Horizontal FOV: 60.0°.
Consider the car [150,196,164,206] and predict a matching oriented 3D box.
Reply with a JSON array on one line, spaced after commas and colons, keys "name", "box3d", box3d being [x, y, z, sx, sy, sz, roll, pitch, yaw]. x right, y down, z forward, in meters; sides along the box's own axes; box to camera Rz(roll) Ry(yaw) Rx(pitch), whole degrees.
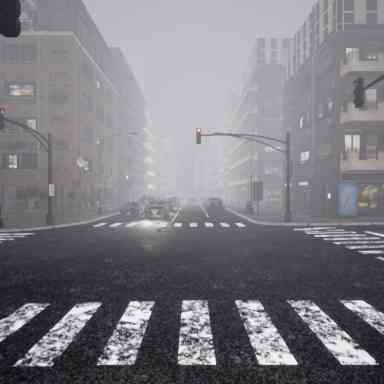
[{"name": "car", "box3d": [-5.752, 1.457, 54.918, 1.967, 1.590, 4.097, 0, 0, 0]}]

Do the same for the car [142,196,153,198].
[{"name": "car", "box3d": [-5.732, 1.534, 37.701, 1.752, 1.417, 4.829, 0, 0, 0]}]

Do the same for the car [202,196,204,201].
[{"name": "car", "box3d": [2.641, 1.451, 43.565, 1.967, 1.590, 4.097, 0, 0, 0]}]

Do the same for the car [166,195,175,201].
[{"name": "car", "box3d": [-5.791, 1.595, 89.012, 2.008, 1.369, 4.403, 0, 0, 0]}]

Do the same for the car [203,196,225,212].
[{"name": "car", "box3d": [2.647, 1.449, 37.882, 1.967, 1.590, 4.097, 0, 0, 0]}]

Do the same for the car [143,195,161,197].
[{"name": "car", "box3d": [-5.739, 1.326, 43.553, 2.192, 1.841, 5.009, 0, 0, 0]}]

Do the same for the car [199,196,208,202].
[{"name": "car", "box3d": [2.602, 1.585, 77.659, 2.008, 1.369, 4.403, 0, 0, 0]}]

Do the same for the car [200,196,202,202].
[{"name": "car", "box3d": [2.629, 1.599, 54.930, 1.802, 1.307, 4.206, 0, 0, 0]}]

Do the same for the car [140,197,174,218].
[{"name": "car", "box3d": [-3.126, 1.497, 30.622, 2.128, 1.511, 4.902, 0, 0, 1]}]

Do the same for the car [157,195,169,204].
[{"name": "car", "box3d": [-5.765, 1.465, 66.284, 1.967, 1.590, 4.097, 0, 0, 0]}]

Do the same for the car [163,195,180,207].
[{"name": "car", "box3d": [-3.145, 1.578, 49.899, 1.994, 1.385, 4.181, 0, 0, 0]}]

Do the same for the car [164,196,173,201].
[{"name": "car", "box3d": [-5.785, 1.590, 83.330, 2.008, 1.369, 4.403, 0, 0, 0]}]

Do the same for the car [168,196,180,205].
[{"name": "car", "box3d": [-3.113, 1.498, 59.909, 1.882, 1.535, 5.008, 0, 0, 0]}]

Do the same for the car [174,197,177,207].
[{"name": "car", "box3d": [-3.144, 1.610, 39.921, 1.895, 1.301, 4.718, 0, 0, 0]}]

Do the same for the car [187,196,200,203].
[{"name": "car", "box3d": [-0.036, 1.539, 70.608, 2.128, 1.511, 4.902, 0, 0, 0]}]

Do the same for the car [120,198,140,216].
[{"name": "car", "box3d": [-5.726, 1.572, 32.188, 1.947, 1.339, 4.313, 0, 0, 0]}]
